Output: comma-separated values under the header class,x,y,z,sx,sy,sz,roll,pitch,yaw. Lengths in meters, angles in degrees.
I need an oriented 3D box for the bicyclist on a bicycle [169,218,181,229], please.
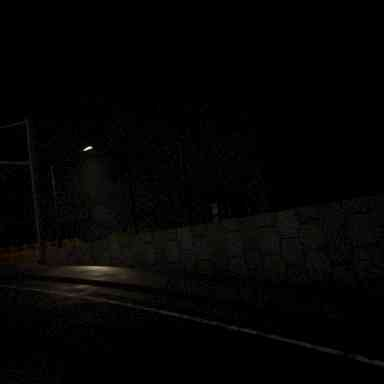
class,x,y,z,sx,sy,sz,roll,pitch,yaw
bicyclist on a bicycle,-1.345,2.914,27.281,1.656,1.620,0.582,-14,-8,35
